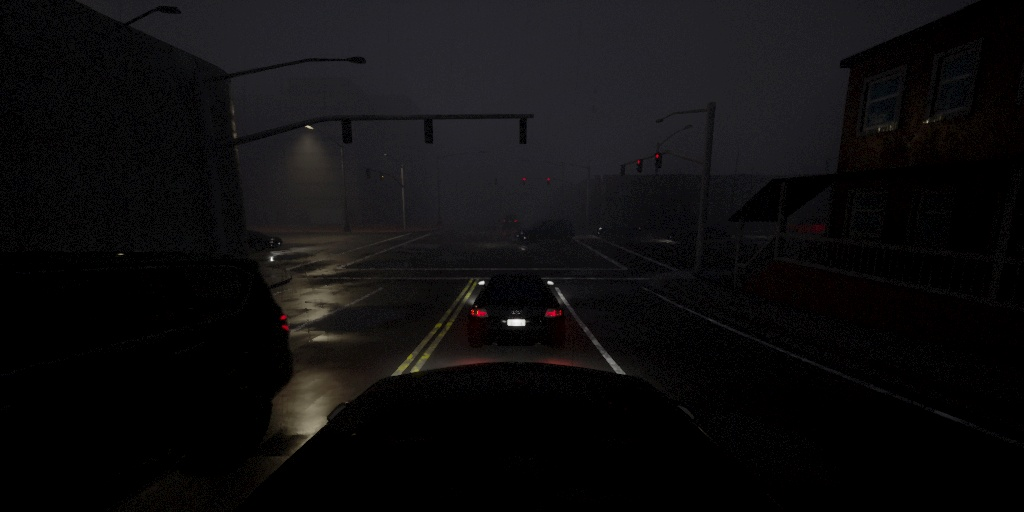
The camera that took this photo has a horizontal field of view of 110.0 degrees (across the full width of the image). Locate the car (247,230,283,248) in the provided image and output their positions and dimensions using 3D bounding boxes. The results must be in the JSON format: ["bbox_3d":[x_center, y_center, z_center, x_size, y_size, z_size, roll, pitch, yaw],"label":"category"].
[{"bbox_3d":[-19.945,-1.185,26.976,4.892,1.490,1.837,0,8,1],"label":"car"}]

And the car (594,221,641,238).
[{"bbox_3d":[10.994,-2.895,37.422,4.553,1.767,2.097,0,8,2],"label":"car"}]

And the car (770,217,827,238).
[{"bbox_3d":[30.129,-3.002,37.179,5.566,2.045,2.150,0,8,0],"label":"car"}]

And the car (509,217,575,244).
[{"bbox_3d":[2.963,-2.235,32.091,5.566,2.045,2.150,-4,8,-25],"label":"car"}]

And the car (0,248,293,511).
[{"bbox_3d":[-3.603,0.980,1.843,2.150,2.045,5.566,0,0,0],"label":"car"}]

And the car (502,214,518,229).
[{"bbox_3d":[-0.084,-4.790,49.447,2.150,2.045,5.566,1,8,4],"label":"car"}]

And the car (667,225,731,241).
[{"bbox_3d":[17.654,-2.177,33.857,5.357,1.411,2.033,0,8,0],"label":"car"}]

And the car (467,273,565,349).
[{"bbox_3d":[0.098,1.091,8.682,1.994,1.385,4.181,0,3,0],"label":"car"}]
